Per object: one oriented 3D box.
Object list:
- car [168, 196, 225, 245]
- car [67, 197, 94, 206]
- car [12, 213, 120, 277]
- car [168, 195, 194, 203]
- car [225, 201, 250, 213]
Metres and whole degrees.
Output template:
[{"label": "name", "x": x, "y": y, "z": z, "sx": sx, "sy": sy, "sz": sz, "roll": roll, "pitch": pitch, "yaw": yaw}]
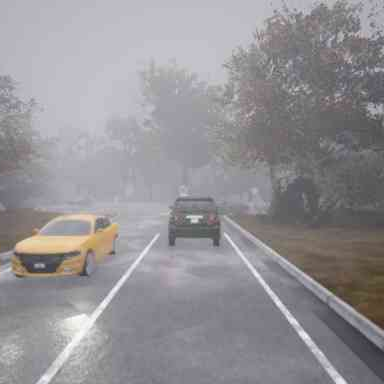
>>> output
[{"label": "car", "x": 0.096, "y": 1.197, "z": 15.480, "sx": 2.150, "sy": 2.045, "sz": 5.566, "roll": 0, "pitch": 0, "yaw": 0}, {"label": "car", "x": -17.420, "y": 1.466, "z": 52.250, "sx": 2.033, "sy": 1.411, "sz": 5.357, "roll": 0, "pitch": 0, "yaw": 11}, {"label": "car", "x": -3.596, "y": 1.461, "z": 10.350, "sx": 1.882, "sy": 1.535, "sz": 5.008, "roll": 0, "pitch": 0, "yaw": 0}, {"label": "car", "x": -2.117, "y": 1.401, "z": 65.105, "sx": 4.892, "sy": 1.490, "sz": 1.837, "roll": -1, "pitch": 0, "yaw": 1}, {"label": "car", "x": 3.633, "y": 1.548, "z": 33.922, "sx": 4.718, "sy": 1.301, "sz": 1.895, "roll": 0, "pitch": 0, "yaw": -35}]
